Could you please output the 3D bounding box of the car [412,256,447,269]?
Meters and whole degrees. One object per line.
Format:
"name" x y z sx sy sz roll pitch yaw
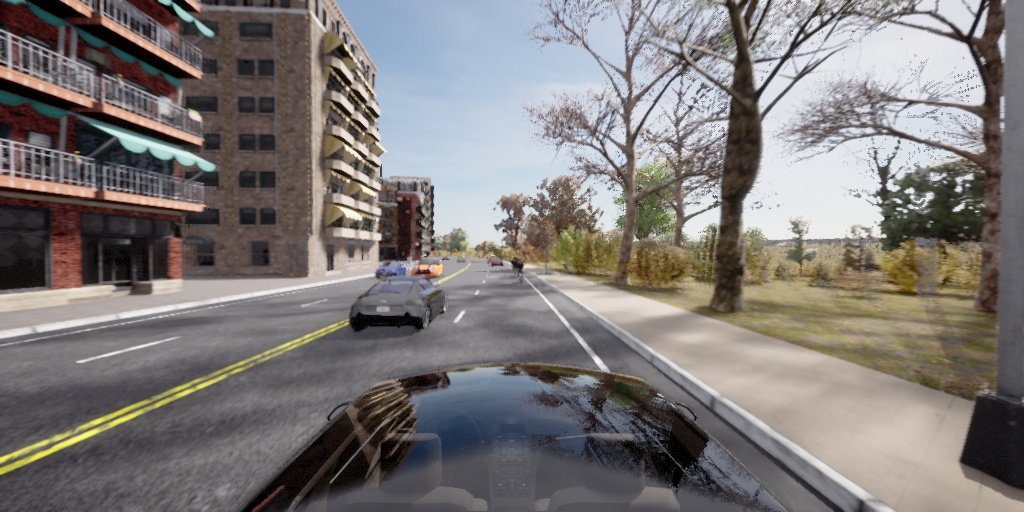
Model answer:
"car" -7.200 0.988 30.885 2.097 1.767 4.553 0 0 -2

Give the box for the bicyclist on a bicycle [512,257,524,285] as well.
"bicyclist on a bicycle" 0.534 1.018 24.196 0.659 1.776 1.843 0 1 -2

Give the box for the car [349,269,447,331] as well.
"car" -3.225 1.281 10.906 1.994 1.385 4.181 0 0 -1

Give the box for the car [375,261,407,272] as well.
"car" -10.477 1.169 31.477 1.812 1.442 4.674 0 0 -2

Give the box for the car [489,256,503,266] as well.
"car" -2.546 1.039 61.999 1.994 1.385 4.181 0 0 -4
